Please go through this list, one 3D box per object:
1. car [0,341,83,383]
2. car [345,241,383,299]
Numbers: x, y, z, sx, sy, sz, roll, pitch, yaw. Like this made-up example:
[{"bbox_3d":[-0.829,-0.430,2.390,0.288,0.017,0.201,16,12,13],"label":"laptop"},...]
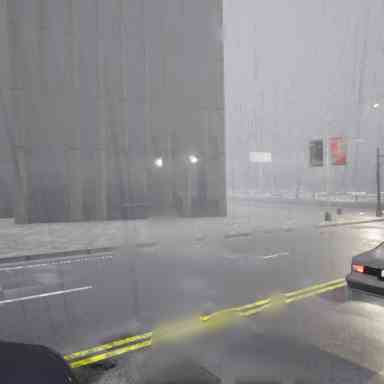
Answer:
[{"bbox_3d":[-2.549,1.565,1.595,4.181,1.385,1.994,0,0,-36],"label":"car"},{"bbox_3d":[5.615,1.542,7.511,5.357,1.411,2.033,0,0,-36],"label":"car"}]
